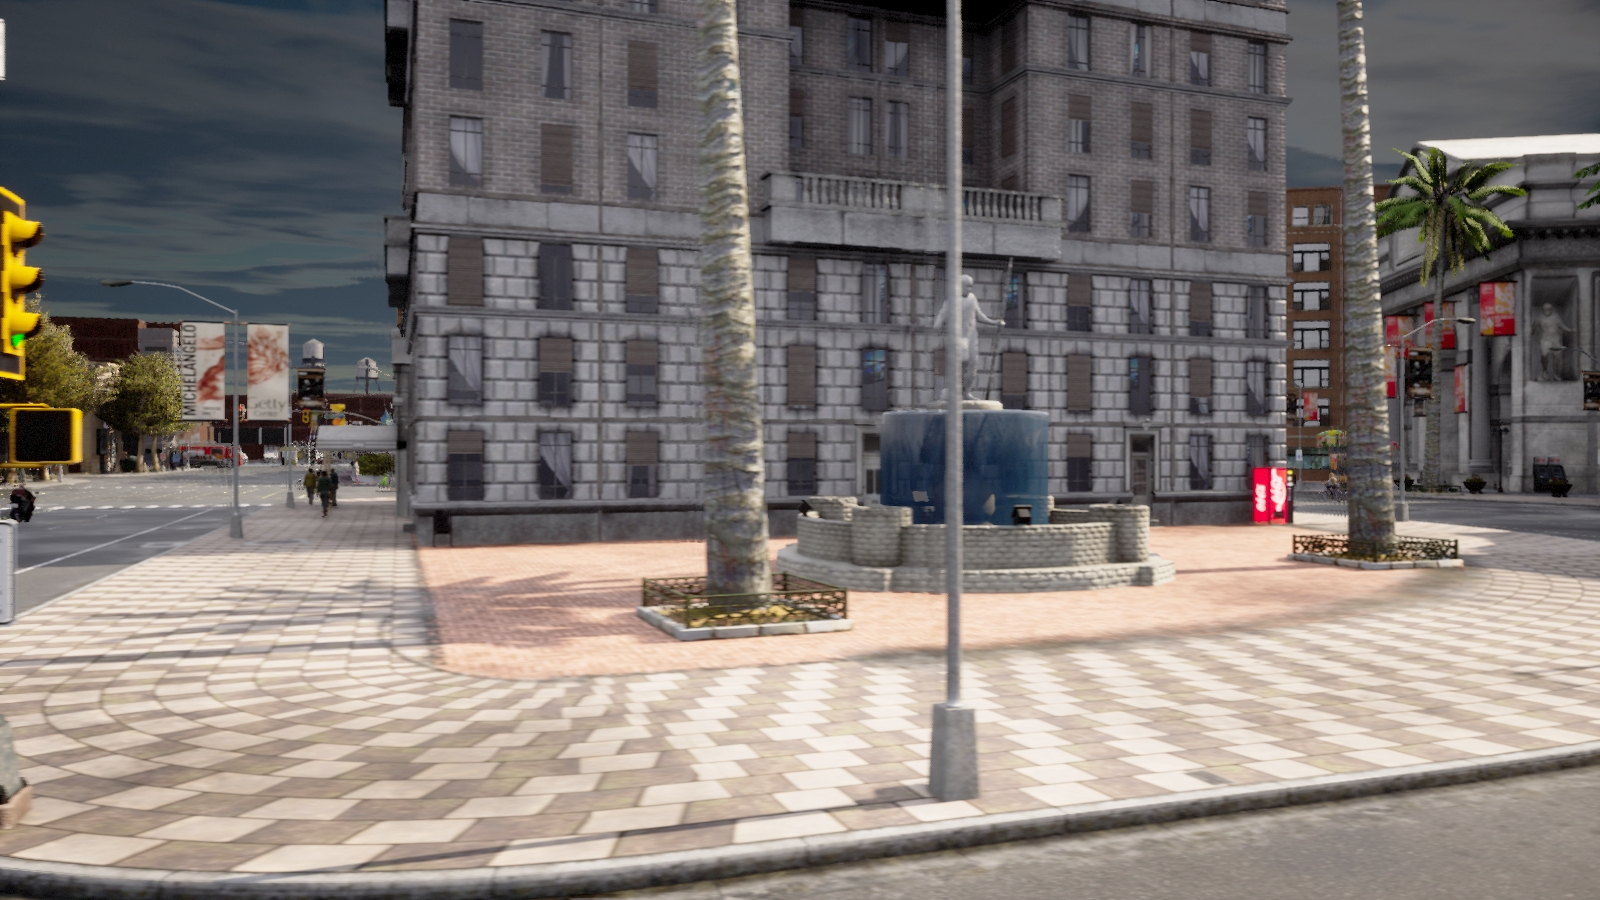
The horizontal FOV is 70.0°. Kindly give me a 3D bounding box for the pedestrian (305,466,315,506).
[{"bbox_3d":[-23.220,1.702,54.136,0.375,1.860,0.375,0,0,-27],"label":"pedestrian"}]

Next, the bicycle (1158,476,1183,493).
[{"bbox_3d":[24.197,2.271,74.699,0.859,1.080,1.487,0,0,-18],"label":"bicycle"}]

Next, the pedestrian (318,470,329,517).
[{"bbox_3d":[-18.684,1.702,44.817,0.375,1.860,0.375,0,0,-19],"label":"pedestrian"}]

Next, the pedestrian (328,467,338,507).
[{"bbox_3d":[-21.627,1.702,52.889,0.375,1.860,0.375,0,0,-34],"label":"pedestrian"}]

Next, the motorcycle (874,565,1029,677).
[{"bbox_3d":[1.957,2.185,14.800,1.805,1.236,0.856,0,0,-22],"label":"motorcycle"}]
